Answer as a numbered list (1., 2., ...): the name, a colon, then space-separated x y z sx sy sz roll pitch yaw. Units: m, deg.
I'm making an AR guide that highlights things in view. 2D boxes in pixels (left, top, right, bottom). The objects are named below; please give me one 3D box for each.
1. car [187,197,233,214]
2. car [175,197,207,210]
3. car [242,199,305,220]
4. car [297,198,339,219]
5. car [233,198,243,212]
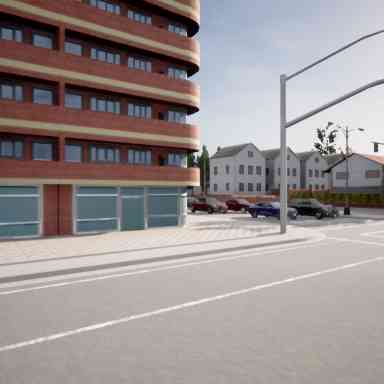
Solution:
1. car: 1.795 1.352 35.374 2.097 1.767 4.553 0 0 -34
2. car: -0.210 1.505 44.434 1.837 1.490 4.892 0 0 -35
3. car: 6.792 1.526 28.178 1.812 1.442 4.674 0 0 -35
4. car: 10.427 1.352 29.072 2.097 1.767 4.553 0 0 -35
5. car: 5.174 1.478 36.646 1.882 1.535 5.008 0 0 -35
